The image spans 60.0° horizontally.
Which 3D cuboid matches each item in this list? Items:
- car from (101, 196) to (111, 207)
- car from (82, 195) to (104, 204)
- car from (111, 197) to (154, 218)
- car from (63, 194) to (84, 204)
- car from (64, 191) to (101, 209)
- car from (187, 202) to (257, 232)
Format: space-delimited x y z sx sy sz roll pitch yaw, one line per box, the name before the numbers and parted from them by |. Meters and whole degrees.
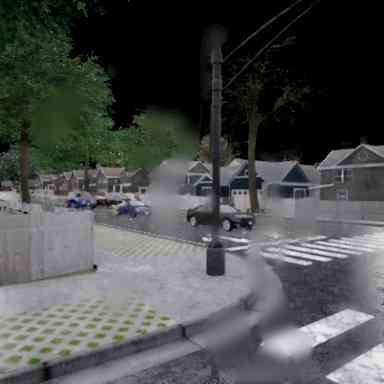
car | -12.893 1.219 45.168 1.882 1.535 5.008 1 0 -37
car | -16.552 1.218 55.417 1.895 1.301 4.718 1 1 -37
car | -5.048 1.441 29.000 1.812 1.442 4.674 1 0 -37
car | -19.136 1.100 53.447 1.837 1.490 4.892 1 1 -37
car | -13.427 0.981 40.268 2.150 2.045 5.566 1 2 -36
car | 1.665 1.413 20.014 1.882 1.535 5.008 1 0 -37
